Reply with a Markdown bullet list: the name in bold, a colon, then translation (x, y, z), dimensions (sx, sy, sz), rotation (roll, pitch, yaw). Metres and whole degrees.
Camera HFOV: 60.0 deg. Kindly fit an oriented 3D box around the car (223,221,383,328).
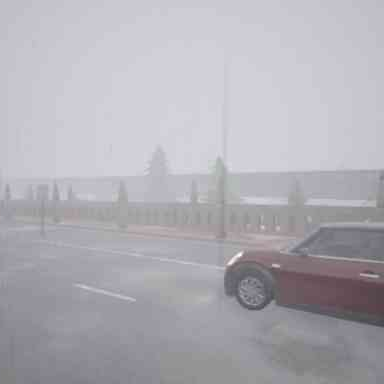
- **car**: translation (2.834, 1.332, 6.181), dimensions (4.553, 1.767, 2.097), rotation (0, 0, 36)
